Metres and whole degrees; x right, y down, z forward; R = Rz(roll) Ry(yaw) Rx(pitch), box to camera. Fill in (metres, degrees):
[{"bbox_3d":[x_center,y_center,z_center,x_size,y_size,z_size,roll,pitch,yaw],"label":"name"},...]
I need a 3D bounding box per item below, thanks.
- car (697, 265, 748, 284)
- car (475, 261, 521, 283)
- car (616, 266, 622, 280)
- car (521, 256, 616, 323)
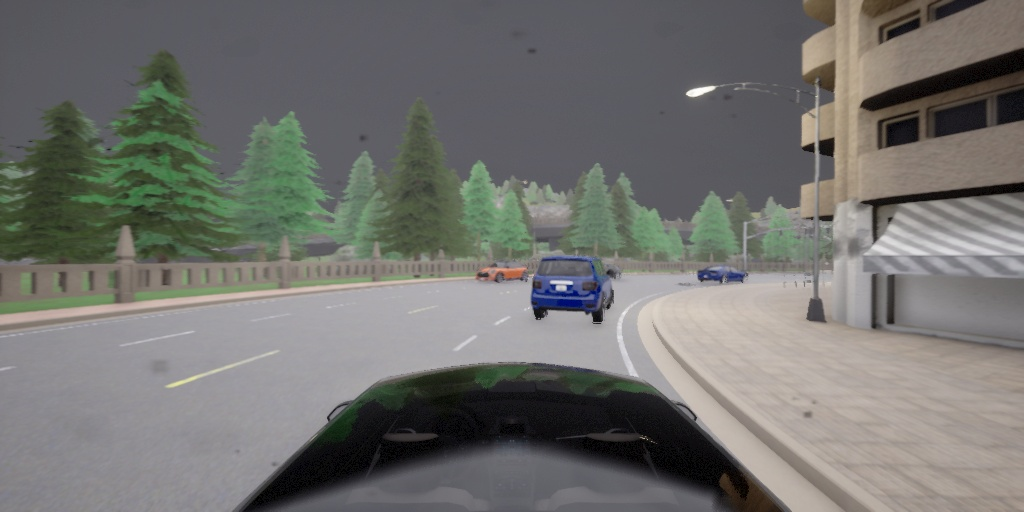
[{"bbox_3d":[17.759,1.519,30.164,5.008,1.535,1.882,1,0,-29],"label":"car"},{"bbox_3d":[-0.767,1.154,28.196,2.097,1.767,4.553,1,0,40],"label":"car"},{"bbox_3d":[7.852,1.425,32.101,4.892,1.490,1.837,1,-1,-38],"label":"car"},{"bbox_3d":[2.308,1.026,12.775,2.150,2.045,5.566,0,0,20],"label":"car"}]
